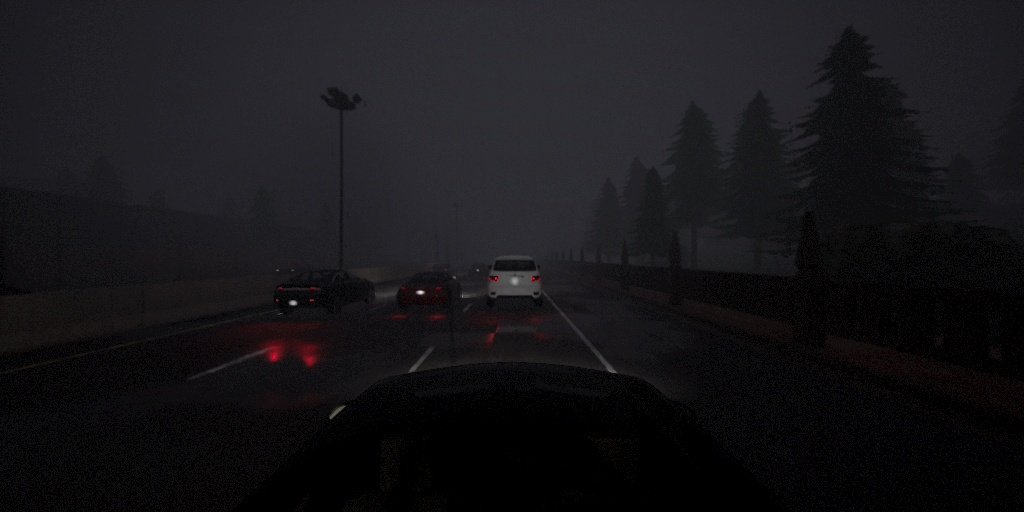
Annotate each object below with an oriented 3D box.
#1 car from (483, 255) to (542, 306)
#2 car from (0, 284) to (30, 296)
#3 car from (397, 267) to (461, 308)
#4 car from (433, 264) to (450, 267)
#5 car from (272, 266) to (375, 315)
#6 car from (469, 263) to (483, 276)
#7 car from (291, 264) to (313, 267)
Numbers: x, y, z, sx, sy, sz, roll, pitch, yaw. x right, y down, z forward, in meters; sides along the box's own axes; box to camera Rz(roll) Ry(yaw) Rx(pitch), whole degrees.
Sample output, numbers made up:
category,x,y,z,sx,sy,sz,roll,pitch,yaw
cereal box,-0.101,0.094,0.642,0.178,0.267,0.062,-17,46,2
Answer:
category,x,y,z,sx,sy,sz,roll,pitch,yaw
car,0.105,0.995,16.025,2.150,2.045,5.566,0,0,0
car,-14.097,1.363,8.645,1.895,1.301,4.718,0,0,0
car,-3.396,1.336,15.313,1.994,1.385,4.181,0,0,0
car,-6.889,1.405,35.970,1.895,1.301,4.718,0,0,0
car,-6.896,1.261,13.729,2.128,1.511,4.902,0,0,0
car,-3.388,1.370,37.711,1.994,1.385,4.181,0,0,0
car,-21.071,1.405,35.440,1.895,1.301,4.718,0,0,0
